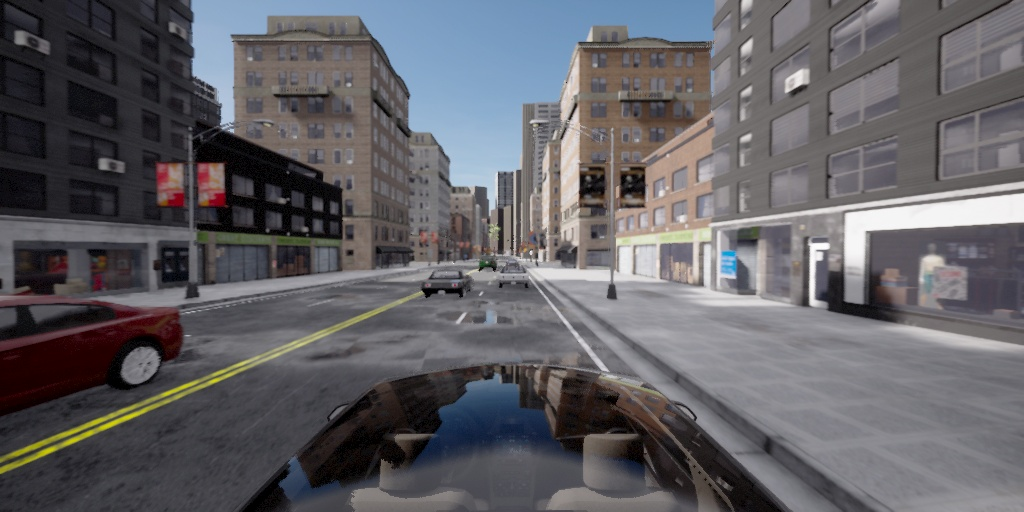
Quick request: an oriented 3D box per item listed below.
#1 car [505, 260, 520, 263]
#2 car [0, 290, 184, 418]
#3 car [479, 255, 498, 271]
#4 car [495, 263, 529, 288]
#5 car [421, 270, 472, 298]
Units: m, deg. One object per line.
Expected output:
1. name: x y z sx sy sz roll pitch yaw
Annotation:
1. car: 0.093 1.220 48.430 1.812 1.442 4.674 0 0 0
2. car: -6.572 1.227 4.019 1.882 1.535 5.008 0 0 0
3. car: -3.157 0.917 47.764 2.150 2.045 5.566 0 0 0
4. car: 0.096 1.340 23.854 1.895 1.301 4.718 0 0 0
5. car: -3.158 1.345 18.332 1.895 1.301 4.718 0 0 0
